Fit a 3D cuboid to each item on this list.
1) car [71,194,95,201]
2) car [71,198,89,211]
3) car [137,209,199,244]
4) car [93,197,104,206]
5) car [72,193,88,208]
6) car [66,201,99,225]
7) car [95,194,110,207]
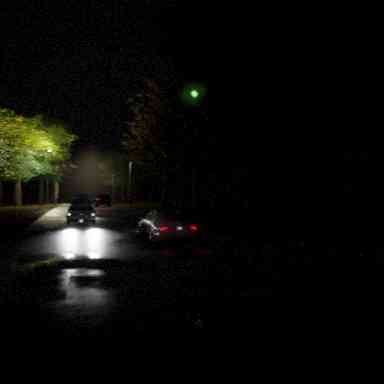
[{"bbox_3d":[-10.744,1.299,31.960,2.097,1.767,4.553,1,0,-19],"label":"car"},{"bbox_3d":[-13.926,1.541,41.393,1.994,1.385,4.181,1,-1,-19],"label":"car"},{"bbox_3d":[-1.317,1.531,15.838,2.033,1.411,5.357,1,0,-19],"label":"car"},{"bbox_3d":[-17.950,1.820,63.798,1.837,1.490,4.892,1,-1,-19],"label":"car"},{"bbox_3d":[-17.329,1.288,51.286,2.150,2.045,5.566,1,-1,-19],"label":"car"},{"bbox_3d":[-7.799,1.534,23.346,1.895,1.301,4.718,1,0,-19],"label":"car"},{"bbox_3d":[-14.465,1.365,53.717,2.150,2.045,5.566,1,-1,-19],"label":"car"}]
